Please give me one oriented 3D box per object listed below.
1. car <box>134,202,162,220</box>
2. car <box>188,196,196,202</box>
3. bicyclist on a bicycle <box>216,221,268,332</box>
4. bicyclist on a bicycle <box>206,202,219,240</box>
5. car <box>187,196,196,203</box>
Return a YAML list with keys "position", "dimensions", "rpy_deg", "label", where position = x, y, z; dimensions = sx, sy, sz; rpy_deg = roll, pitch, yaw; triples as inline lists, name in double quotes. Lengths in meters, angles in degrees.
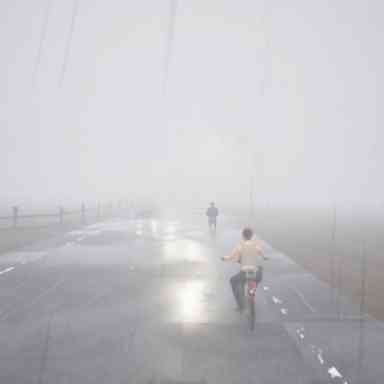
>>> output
- position: [-3.605, 1.534, 28.031]
  dimensions: [1.994, 1.385, 4.181]
  rpy_deg: [0, 0, 0]
  label: "car"
- position: [-0.025, 1.660, 80.047]
  dimensions: [1.837, 1.490, 4.892]
  rpy_deg: [0, 0, 0]
  label: "car"
- position: [0.948, 1.422, 5.813]
  dimensions: [0.866, 1.612, 1.509]
  rpy_deg: [0, 0, 0]
  label: "bicyclist on a bicycle"
- position: [0.960, 1.340, 15.695]
  dimensions: [0.659, 1.776, 1.843]
  rpy_deg: [0, 0, 0]
  label: "bicyclist on a bicycle"
- position: [-0.022, 1.626, 70.033]
  dimensions: [2.128, 1.511, 4.902]
  rpy_deg: [0, 0, 0]
  label: "car"
